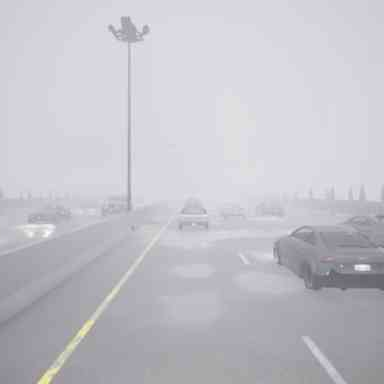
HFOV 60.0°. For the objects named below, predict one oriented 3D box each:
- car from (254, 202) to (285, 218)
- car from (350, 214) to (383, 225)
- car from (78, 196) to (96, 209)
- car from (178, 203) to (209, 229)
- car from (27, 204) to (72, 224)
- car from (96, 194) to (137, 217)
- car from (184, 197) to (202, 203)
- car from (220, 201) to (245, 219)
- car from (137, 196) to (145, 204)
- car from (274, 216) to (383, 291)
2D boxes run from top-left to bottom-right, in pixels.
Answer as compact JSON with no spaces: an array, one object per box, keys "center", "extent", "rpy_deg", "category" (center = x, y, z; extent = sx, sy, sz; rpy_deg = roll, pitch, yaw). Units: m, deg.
[{"center":[7.108,1.587,30.827],"extent":[2.033,1.411,5.357],"rpy_deg":[0,0,0],"category":"car"},{"center":[7.104,1.572,13.125],"extent":[1.994,1.385,4.181],"rpy_deg":[0,0,0],"category":"car"},{"center":[-14.058,1.431,46.002],"extent":[2.097,1.767,4.553],"rpy_deg":[0,0,0],"category":"car"},{"center":[0.106,1.622,21.902],"extent":[1.895,1.301,4.718],"rpy_deg":[0,0,0],"category":"car"},{"center":[-10.589,1.593,24.963],"extent":[1.994,1.385,4.181],"rpy_deg":[0,0,0],"category":"car"},{"center":[-7.088,1.265,31.982],"extent":[2.150,2.045,5.566],"rpy_deg":[0,0,0],"category":"car"},{"center":[0.111,1.416,40.532],"extent":[2.097,1.767,4.553],"rpy_deg":[0,0,0],"category":"car"},{"center":[3.595,1.563,29.880],"extent":[1.812,1.442,4.674],"rpy_deg":[0,0,0],"category":"car"},{"center":[-10.482,1.595,66.399],"extent":[1.837,1.490,4.892],"rpy_deg":[0,0,0],"category":"car"},{"center":[3.602,1.568,9.036],"extent":[1.994,1.385,4.181],"rpy_deg":[0,0,0],"category":"car"}]
